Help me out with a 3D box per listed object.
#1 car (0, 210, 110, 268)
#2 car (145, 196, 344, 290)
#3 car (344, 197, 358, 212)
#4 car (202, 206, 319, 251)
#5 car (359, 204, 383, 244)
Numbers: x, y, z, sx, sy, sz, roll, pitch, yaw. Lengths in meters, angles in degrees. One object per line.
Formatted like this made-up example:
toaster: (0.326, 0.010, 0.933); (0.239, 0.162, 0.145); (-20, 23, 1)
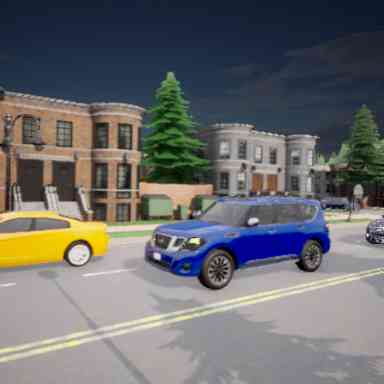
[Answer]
car: (-4.826, 1.287, 9.223); (5.008, 1.535, 1.882); (1, 1, -33)
car: (1.508, 1.168, 9.218); (5.566, 2.045, 2.150); (1, 1, -34)
car: (17.418, 1.353, 39.028); (2.097, 1.767, 4.553); (1, 1, -31)
car: (3.061, 1.428, 14.431); (4.902, 1.511, 2.128); (1, 1, -33)
car: (9.675, 1.430, 14.577); (4.553, 1.767, 2.097); (1, 1, -33)
